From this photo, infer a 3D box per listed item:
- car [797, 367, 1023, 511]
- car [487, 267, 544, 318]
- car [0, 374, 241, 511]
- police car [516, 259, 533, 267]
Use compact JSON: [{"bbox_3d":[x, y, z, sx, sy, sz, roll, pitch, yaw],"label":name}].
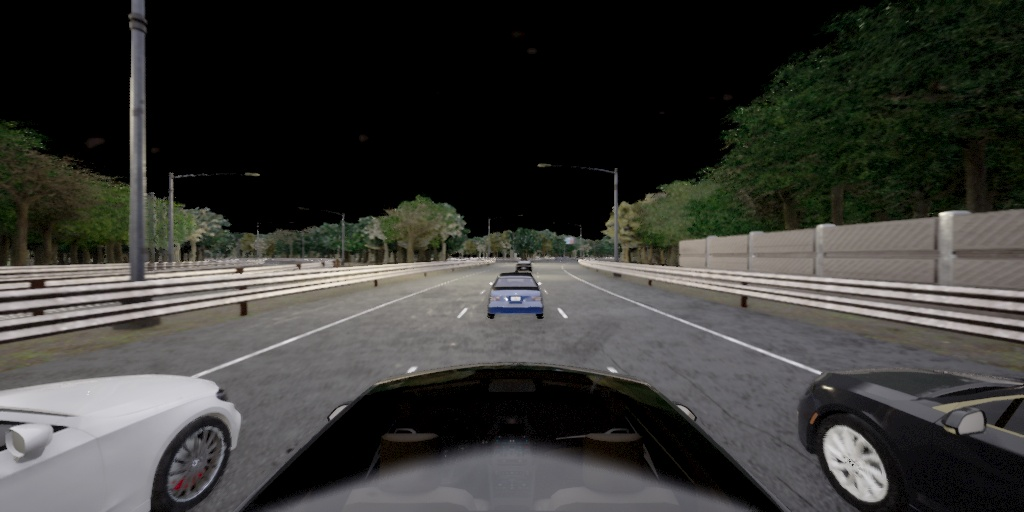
[{"bbox_3d":[3.601,1.255,1.370,1.837,1.490,4.892,0,0,0],"label":"car"},{"bbox_3d":[0.131,1.300,13.018,2.033,1.411,5.357,0,0,1],"label":"car"},{"bbox_3d":[-3.399,1.276,1.318,1.812,1.442,4.674,0,0,0],"label":"car"},{"bbox_3d":[1.563,1.189,43.962,1.930,1.638,5.238,0,0,5],"label":"police car"}]
